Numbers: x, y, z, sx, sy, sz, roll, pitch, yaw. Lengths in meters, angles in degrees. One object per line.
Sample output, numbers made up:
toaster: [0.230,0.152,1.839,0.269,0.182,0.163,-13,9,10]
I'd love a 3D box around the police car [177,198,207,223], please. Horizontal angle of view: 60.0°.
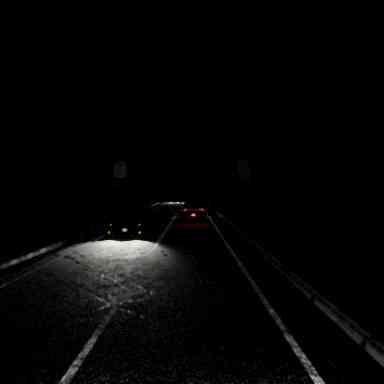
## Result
police car: [0.091,1.440,25.413,2.038,1.542,4.974,0,0,0]

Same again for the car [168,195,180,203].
car: [-3.065,1.154,59.294,1.994,1.385,4.181,0,1,1]

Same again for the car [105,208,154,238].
car: [-3.106,1.542,17.253,1.994,1.385,4.181,0,0,0]
